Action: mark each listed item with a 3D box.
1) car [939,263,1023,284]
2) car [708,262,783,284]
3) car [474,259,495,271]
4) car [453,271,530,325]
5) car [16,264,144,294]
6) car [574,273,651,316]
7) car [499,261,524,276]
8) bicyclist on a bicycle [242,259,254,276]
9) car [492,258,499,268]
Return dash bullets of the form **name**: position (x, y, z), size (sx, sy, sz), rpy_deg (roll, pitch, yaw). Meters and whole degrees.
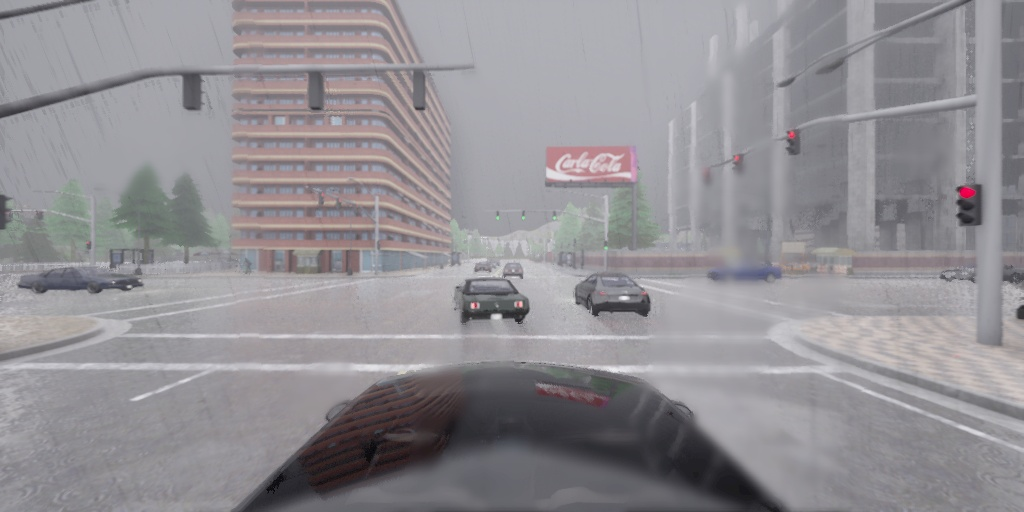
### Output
- **car**: position (34.937, 1.265, 26.731), size (4.902, 1.511, 2.128), rpy_deg (0, 0, 0)
- **car**: position (17.364, 1.252, 26.837), size (5.008, 1.535, 1.882), rpy_deg (0, 0, 0)
- **car**: position (-3.572, 1.355, 44.897), size (1.994, 1.385, 4.181), rpy_deg (0, 0, 0)
- **car**: position (-0.908, 1.361, 11.891), size (1.895, 1.301, 4.718), rpy_deg (0, 0, -13)
- **car**: position (-23.840, 1.314, 19.886), size (5.357, 1.411, 2.033), rpy_deg (0, 0, 1)
- **car**: position (3.601, 1.325, 13.502), size (1.994, 1.385, 4.181), rpy_deg (0, 0, 0)
- **car**: position (0.109, 1.327, 33.448), size (2.033, 1.411, 5.357), rpy_deg (0, 0, 0)
- **bicyclist on a bicycle**: position (-25.289, 1.082, 34.360), size (0.582, 1.620, 1.656), rpy_deg (0, 0, 0)
- **car**: position (-3.538, 1.404, 57.759), size (1.895, 1.301, 4.718), rpy_deg (0, 0, 1)
